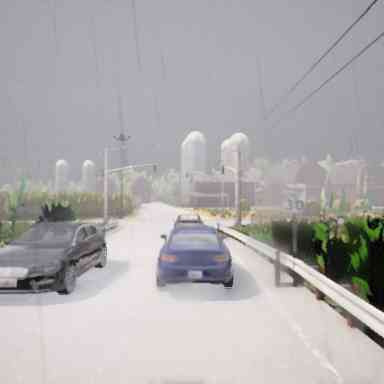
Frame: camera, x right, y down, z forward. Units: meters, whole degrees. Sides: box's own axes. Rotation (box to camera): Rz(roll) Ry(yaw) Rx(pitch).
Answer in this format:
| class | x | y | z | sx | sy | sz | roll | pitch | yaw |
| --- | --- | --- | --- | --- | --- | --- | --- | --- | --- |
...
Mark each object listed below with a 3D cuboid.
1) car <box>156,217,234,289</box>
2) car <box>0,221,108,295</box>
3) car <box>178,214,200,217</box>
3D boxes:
| class | x | y | z | sx | sy | sz | roll | pitch | yaw |
| --- | --- | --- | --- | --- | --- | --- | --- | --- | --- |
| car | 0.059 | 1.626 | 9.299 | 1.812 | 1.442 | 4.674 | 0 | -1 | 0 |
| car | -3.637 | 1.585 | 8.990 | 2.128 | 1.511 | 4.902 | 0 | -2 | 0 |
| car | -0.210 | 2.103 | 20.515 | 2.128 | 1.511 | 4.902 | 0 | -4 | -2 |
